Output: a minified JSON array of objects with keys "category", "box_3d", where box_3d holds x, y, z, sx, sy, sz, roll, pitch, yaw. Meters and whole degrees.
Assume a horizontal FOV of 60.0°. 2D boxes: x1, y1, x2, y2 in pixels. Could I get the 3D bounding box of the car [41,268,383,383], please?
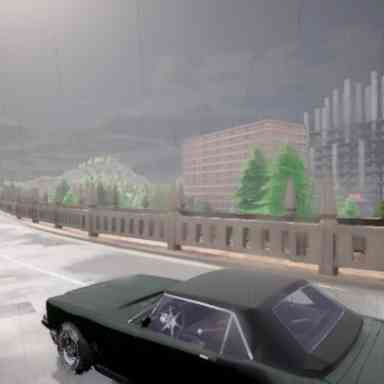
[{"category":"car","box_3d":[0.233,1.631,3.944,4.718,1.301,1.895,0,-1,37]}]
